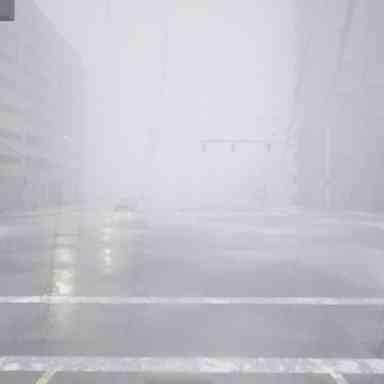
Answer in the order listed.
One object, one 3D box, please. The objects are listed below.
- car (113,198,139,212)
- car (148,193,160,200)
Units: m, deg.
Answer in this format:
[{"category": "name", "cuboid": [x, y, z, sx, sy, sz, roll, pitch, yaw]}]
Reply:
[{"category": "car", "cuboid": [-6.968, 1.339, 35.788, 2.033, 1.411, 5.357, 0, 0, 0]}, {"category": "car", "cuboid": [-6.941, 0.811, 61.322, 2.097, 1.767, 4.553, 0, 0, 0]}]
